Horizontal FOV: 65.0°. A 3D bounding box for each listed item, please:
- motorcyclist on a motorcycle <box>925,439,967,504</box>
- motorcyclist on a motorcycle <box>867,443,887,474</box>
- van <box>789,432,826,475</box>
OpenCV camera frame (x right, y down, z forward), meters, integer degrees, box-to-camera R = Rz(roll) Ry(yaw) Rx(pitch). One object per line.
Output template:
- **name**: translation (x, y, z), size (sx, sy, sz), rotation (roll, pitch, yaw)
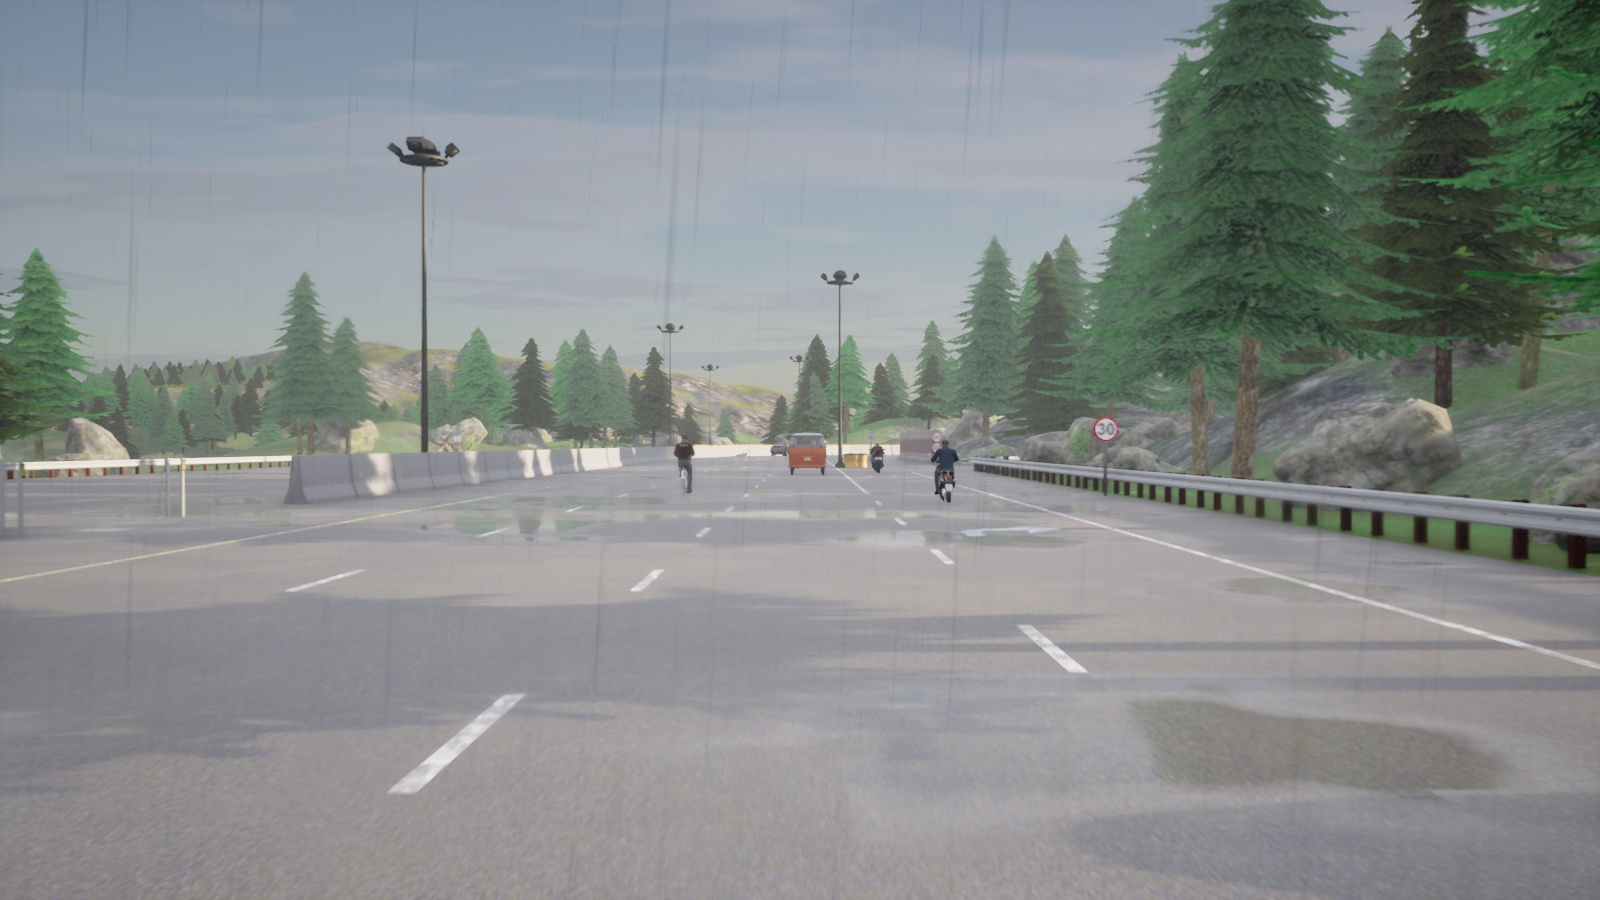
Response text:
- **motorcyclist on a motorcycle**: translation (3.699, 0.523, 31.989), size (0.866, 1.590, 1.817), rotation (0, 0, 0)
- **motorcyclist on a motorcycle**: translation (3.870, 0.430, 62.934), size (0.866, 1.530, 2.191), rotation (0, 0, 0)
- **van**: translation (0.364, 0.156, 61.145), size (1.775, 1.987, 4.442), rotation (0, 0, 0)
